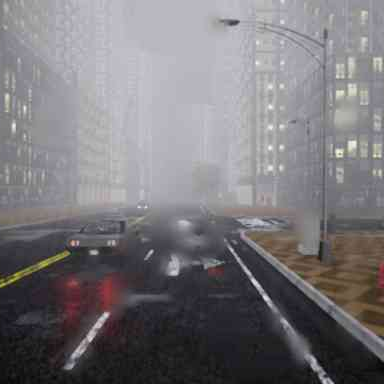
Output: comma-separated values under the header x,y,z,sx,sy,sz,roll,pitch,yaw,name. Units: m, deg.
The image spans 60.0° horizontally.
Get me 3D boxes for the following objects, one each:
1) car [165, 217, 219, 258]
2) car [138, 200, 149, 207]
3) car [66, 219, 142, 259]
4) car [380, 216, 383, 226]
x,y,z,sx,sy,sz,roll,pitch,yaw,name
0.035,1.703,13.444,1.994,1.385,4.181,0,0,1,car
-9.718,2.227,67.019,2.033,1.411,5.357,0,-1,0,car
-3.220,1.737,13.226,1.895,1.301,4.718,0,-1,1,car
15.934,2.072,23.918,4.403,1.369,2.008,1,0,-1,car
